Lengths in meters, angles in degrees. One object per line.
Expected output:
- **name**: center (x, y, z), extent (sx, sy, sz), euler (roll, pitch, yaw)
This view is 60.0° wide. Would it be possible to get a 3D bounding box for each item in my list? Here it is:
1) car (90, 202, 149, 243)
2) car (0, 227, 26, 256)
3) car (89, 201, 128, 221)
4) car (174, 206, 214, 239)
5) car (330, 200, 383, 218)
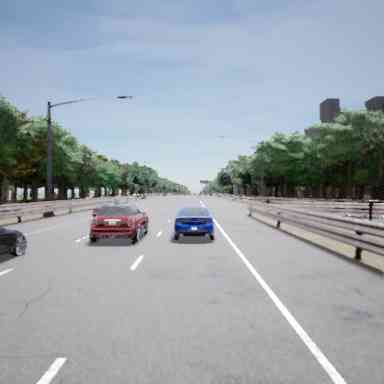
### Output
- **car**: center (-3.401, 1.353, 16.366), extent (2.097, 1.767, 4.553), euler (0, 0, 0)
- **car**: center (-6.901, 1.529, 10.098), extent (1.812, 1.442, 4.674), euler (0, 0, 0)
- **car**: center (-6.905, 1.519, 28.147), extent (2.033, 1.411, 5.357), euler (0, 0, 0)
- **car**: center (0.100, 1.478, 17.309), extent (1.882, 1.535, 5.008), euler (0, 0, 0)
- **car**: center (14.049, 1.415, 28.619), extent (1.812, 1.442, 4.674), euler (0, -1, -26)
